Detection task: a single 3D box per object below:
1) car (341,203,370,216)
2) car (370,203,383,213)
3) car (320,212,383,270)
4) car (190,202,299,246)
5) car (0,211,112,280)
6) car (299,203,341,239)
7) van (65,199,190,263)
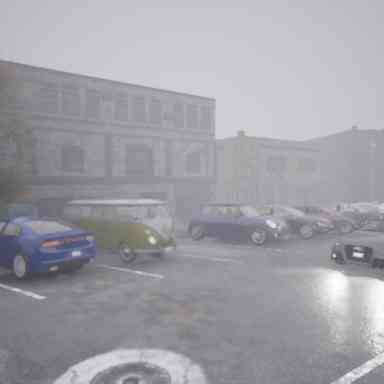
[{"bbox_3d":[6.947,1.459,18.511,4.792,1.488,2.163,-1,-1,35],"label":"car"},{"bbox_3d":[9.307,1.423,20.240,4.892,1.521,2.231,-1,-1,34],"label":"car"},{"bbox_3d":[6.147,1.523,10.213,4.181,1.385,1.994,0,0,-35],"label":"car"},{"bbox_3d":[2.119,1.321,15.142,4.553,1.767,2.185,-1,-1,35],"label":"car"},{"bbox_3d":[-5.019,1.479,10.005,5.008,1.535,2.097,-1,0,35],"label":"car"},{"bbox_3d":[4.528,1.439,16.827,4.892,1.521,2.231,-1,-1,35],"label":"car"},{"bbox_3d":[-2.538,1.239,11.654,4.442,1.987,1.878,-1,-1,35],"label":"van"}]
